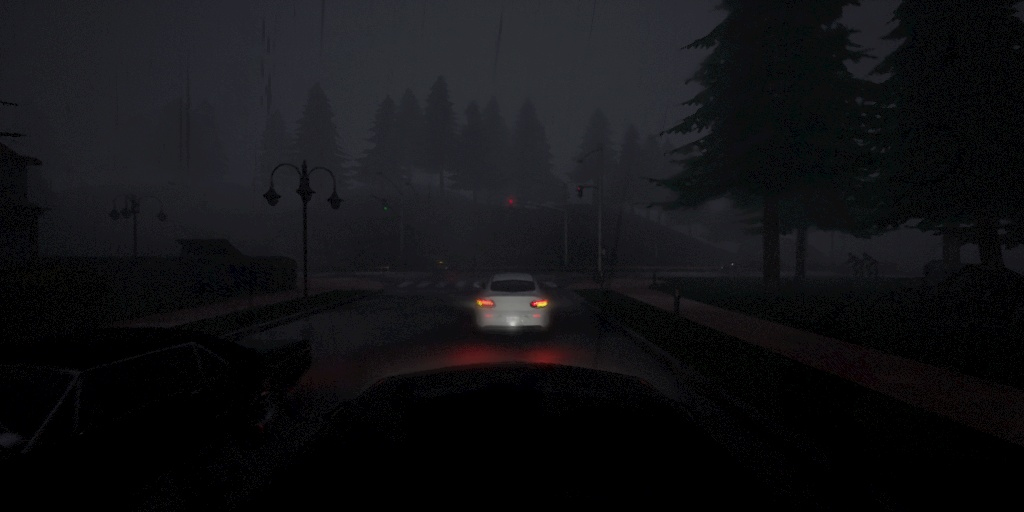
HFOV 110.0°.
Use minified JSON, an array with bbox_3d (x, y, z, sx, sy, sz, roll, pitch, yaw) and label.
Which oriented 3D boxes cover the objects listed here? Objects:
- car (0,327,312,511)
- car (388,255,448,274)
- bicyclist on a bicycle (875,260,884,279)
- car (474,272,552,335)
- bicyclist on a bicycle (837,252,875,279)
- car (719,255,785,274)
[{"bbox_3d":[-3.595,1.338,2.551,1.895,1.301,4.718,0,1,0],"label":"car"},{"bbox_3d":[-7.807,0.701,29.801,4.892,1.490,1.837,0,-2,10],"label":"car"},{"bbox_3d":[21.777,0.606,21.975,0.582,1.620,1.656,0,1,-14],"label":"bicyclist on a bicycle"},{"bbox_3d":[0.021,1.158,9.959,1.812,1.442,4.674,0,1,0],"label":"car"},{"bbox_3d":[21.130,0.600,22.235,0.582,1.620,1.656,0,1,-16],"label":"bicyclist on a bicycle"},{"bbox_3d":[19.980,0.678,29.915,4.902,1.511,2.128,0,1,0],"label":"car"}]
